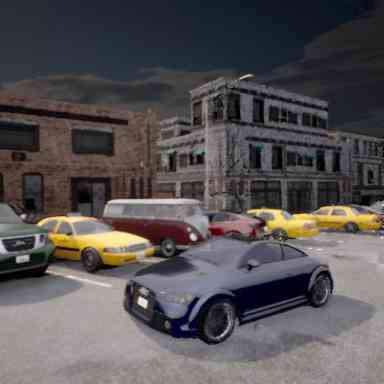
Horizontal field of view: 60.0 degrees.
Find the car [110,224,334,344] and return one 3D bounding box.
[{"bbox_3d":[0.844,1.567,6.426,4.181,1.385,1.994,0,0,-35],"label":"car"}]

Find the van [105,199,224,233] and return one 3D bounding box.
[{"bbox_3d":[-1.290,1.257,12.535,4.442,1.987,1.878,-1,-1,35],"label":"van"}]

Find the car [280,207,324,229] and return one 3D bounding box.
[{"bbox_3d":[3.241,1.501,16.101,5.366,1.575,1.946,-1,-1,35],"label":"car"}]

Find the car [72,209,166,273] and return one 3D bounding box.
[{"bbox_3d":[-3.626,1.470,10.788,5.366,1.575,1.946,-1,-1,34],"label":"car"}]

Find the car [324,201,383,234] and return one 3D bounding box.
[{"bbox_3d":[8.023,1.520,19.491,5.366,1.575,1.946,-1,-1,35],"label":"car"}]

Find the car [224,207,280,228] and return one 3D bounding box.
[{"bbox_3d":[0.976,1.523,14.310,4.792,1.488,2.163,-1,-1,35],"label":"car"}]

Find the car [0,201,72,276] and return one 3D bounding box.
[{"bbox_3d":[-6.148,1.216,9.174,5.566,2.045,2.435,-1,-1,34],"label":"car"}]
